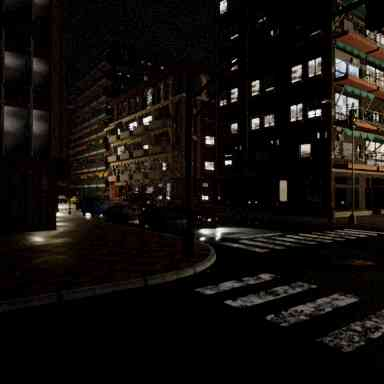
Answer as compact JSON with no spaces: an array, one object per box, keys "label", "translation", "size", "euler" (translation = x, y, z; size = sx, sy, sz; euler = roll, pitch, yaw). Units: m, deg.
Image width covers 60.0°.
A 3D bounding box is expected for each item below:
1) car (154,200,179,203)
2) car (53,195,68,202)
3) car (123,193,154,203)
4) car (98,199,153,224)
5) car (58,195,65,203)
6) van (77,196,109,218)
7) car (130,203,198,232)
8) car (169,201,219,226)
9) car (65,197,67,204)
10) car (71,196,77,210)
[{"label":"car","translation":[-1.662,1.488,34.008],"size":[1.752,1.417,4.829],"euler":[0,0,-36]},{"label":"car","translation":[-28.001,1.360,70.665],"size":[1.967,1.590,4.097],"euler":[0,0,-36]},{"label":"car","translation":[-5.929,1.167,35.511],"size":[2.150,2.045,5.566],"euler":[0,0,-36]},{"label":"car","translation":[-4.963,1.459,24.242],"size":[1.752,1.417,4.829],"euler":[0,0,-36]},{"label":"car","translation":[-24.448,1.456,61.261],"size":[2.033,1.411,5.357],"euler":[0,0,-35]},{"label":"van","translation":[-8.367,1.265,28.981],"size":[1.690,1.788,3.998],"euler":[0,0,-36]},{"label":"car","translation":[-1.759,1.526,19.781],"size":[1.802,1.307,4.206],"euler":[0,0,-36]},{"label":"car","translation":[-0.100,1.518,21.903],"size":[1.994,1.385,4.181],"euler":[0,0,-36]},{"label":"car","translation":[-21.491,1.447,61.605],"size":[1.752,1.417,4.829],"euler":[0,0,-36]},{"label":"car","translation":[-12.068,1.428,38.587],"size":[1.837,1.490,4.892],"euler":[0,0,-35]}]
